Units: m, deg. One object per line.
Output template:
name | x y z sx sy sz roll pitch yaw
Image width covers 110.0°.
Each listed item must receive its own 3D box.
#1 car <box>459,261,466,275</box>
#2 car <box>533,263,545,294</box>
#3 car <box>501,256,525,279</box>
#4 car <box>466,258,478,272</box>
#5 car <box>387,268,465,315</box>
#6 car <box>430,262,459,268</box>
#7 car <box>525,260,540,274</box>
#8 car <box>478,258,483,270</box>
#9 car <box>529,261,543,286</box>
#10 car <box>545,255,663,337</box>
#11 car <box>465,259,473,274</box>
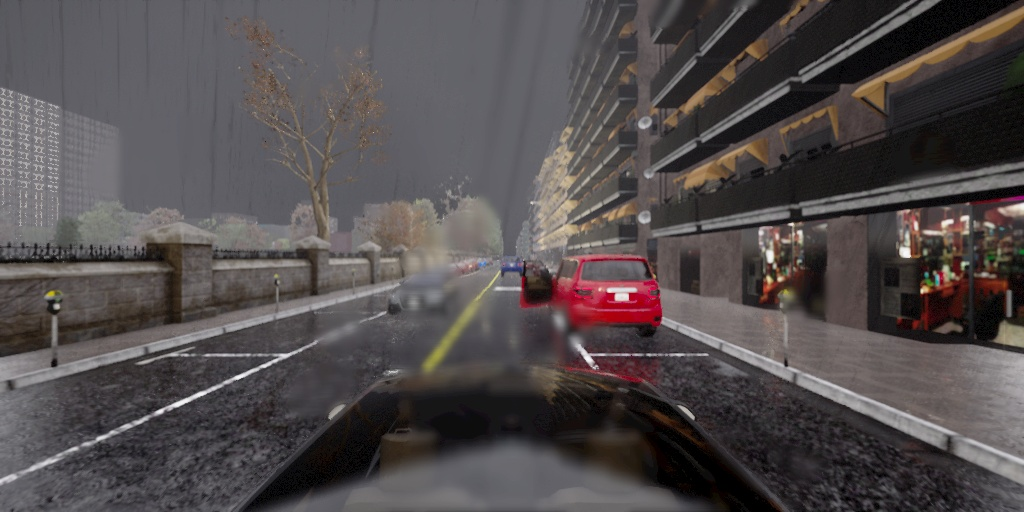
car | -5.753 1.391 34.103 1.802 1.307 4.207 0 0 0
car | 2.650 1.339 22.858 2.007 1.370 4.403 0 0 0
car | -0.009 1.033 37.319 2.150 2.045 5.566 0 -1 0
car | -5.774 1.278 45.359 1.967 1.591 4.097 0 0 0
car | -3.123 1.335 13.430 1.994 1.385 4.181 0 0 0
car | -5.741 1.365 28.473 1.948 1.339 4.313 0 0 0
car | 2.595 1.438 51.006 1.802 1.307 4.207 0 0 0
car | -5.785 1.171 50.989 2.192 1.841 5.009 0 0 0
car | 2.639 1.343 28.488 1.888 1.381 4.507 0 0 0
car | 2.378 0.987 10.447 2.150 2.045 5.566 0 0 0
car | -5.763 1.366 39.731 1.888 1.381 4.507 0 0 0
